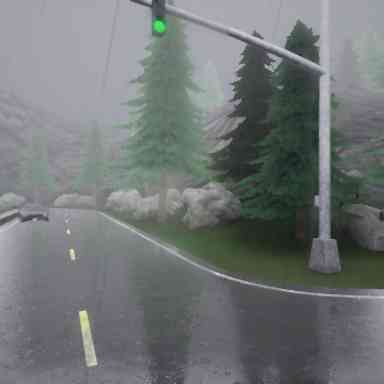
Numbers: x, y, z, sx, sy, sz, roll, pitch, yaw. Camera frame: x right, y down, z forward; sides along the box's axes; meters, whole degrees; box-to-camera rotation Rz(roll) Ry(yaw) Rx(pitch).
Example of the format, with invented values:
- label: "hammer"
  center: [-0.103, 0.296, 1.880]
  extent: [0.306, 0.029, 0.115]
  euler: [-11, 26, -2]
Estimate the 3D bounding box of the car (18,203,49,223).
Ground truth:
- label: "car"
  center: [-12.221, 1.545, 25.603]
  extent: [2.033, 1.411, 5.357]
  euler: [0, 0, -28]
